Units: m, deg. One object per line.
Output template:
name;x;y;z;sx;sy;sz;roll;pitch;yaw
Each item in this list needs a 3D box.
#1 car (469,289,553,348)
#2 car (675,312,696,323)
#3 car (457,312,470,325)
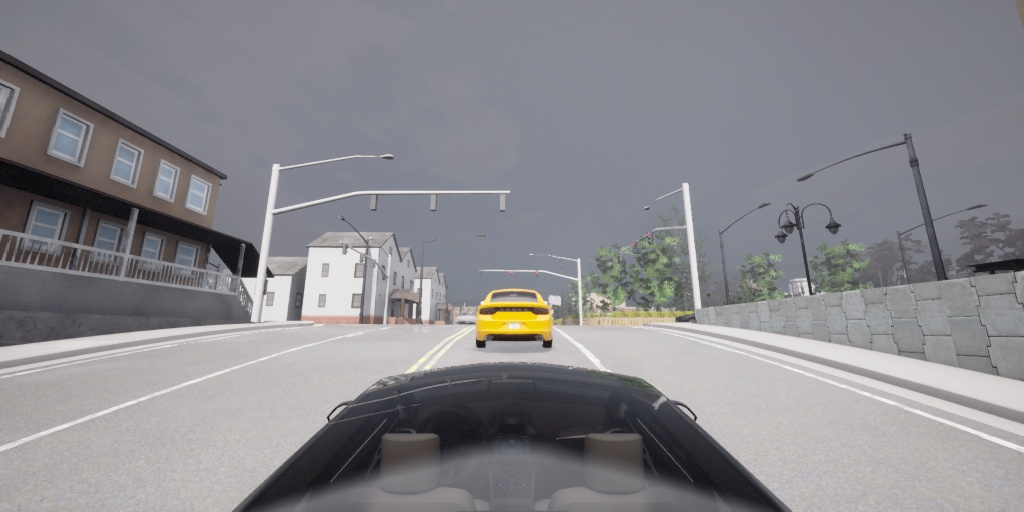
car;0.059;1.722;10.531;1.882;1.535;5.008;0;-7;0
car;16.452;5.256;30.398;5.008;1.535;1.882;0;-12;1
car;-3.645;5.556;31.374;1.895;1.301;4.718;0;-12;0
